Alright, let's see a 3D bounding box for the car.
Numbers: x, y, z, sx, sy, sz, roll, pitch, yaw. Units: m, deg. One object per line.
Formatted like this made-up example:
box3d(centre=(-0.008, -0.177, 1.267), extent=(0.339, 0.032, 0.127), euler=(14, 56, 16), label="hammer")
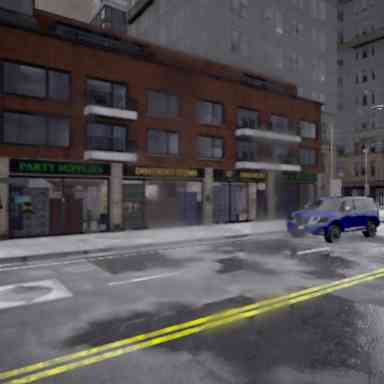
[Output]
box3d(centre=(7.205, 1.247, 16.679), extent=(5.566, 2.045, 2.150), euler=(0, 0, -35), label="car")
